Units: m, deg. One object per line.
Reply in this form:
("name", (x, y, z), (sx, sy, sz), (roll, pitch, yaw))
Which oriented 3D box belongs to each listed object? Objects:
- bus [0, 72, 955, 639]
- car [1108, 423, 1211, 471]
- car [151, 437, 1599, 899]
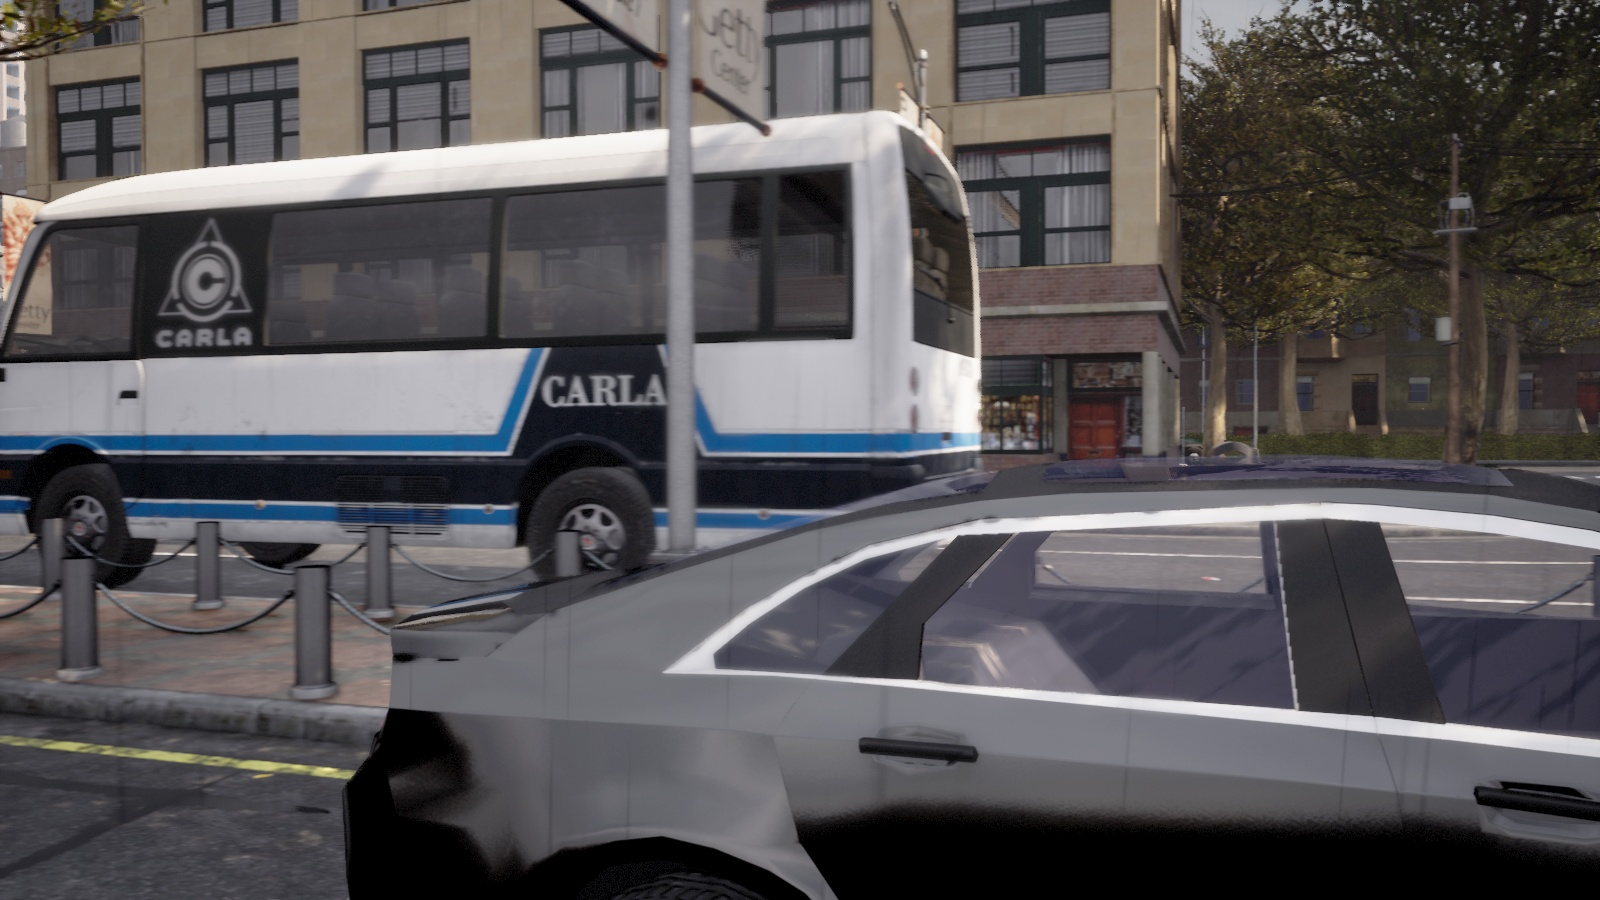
("bus", (-3.885, -0.772, 12.927), (10.273, 4.253, 3.944), (1, 1, 19))
("car", (14.466, -0.134, 50.520), (3.866, 1.878, 1.905), (1, 1, 19))
("car", (1.371, 0.744, 2.732), (4.902, 1.511, 2.128), (1, 1, 19))
